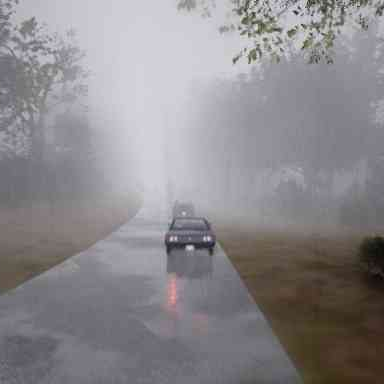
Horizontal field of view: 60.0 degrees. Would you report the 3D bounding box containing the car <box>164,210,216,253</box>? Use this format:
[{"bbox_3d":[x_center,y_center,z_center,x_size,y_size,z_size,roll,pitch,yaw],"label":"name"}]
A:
[{"bbox_3d":[-0.108,1.699,14.131,1.895,1.301,4.718,0,0,-1],"label":"car"}]

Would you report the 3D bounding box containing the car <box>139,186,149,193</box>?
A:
[{"bbox_3d":[-10.288,-0.588,70.832,2.033,1.411,5.357,1,2,-14],"label":"car"}]

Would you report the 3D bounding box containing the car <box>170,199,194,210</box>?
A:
[{"bbox_3d":[-0.835,1.398,29.352,1.837,1.490,4.892,1,2,-4],"label":"car"}]
